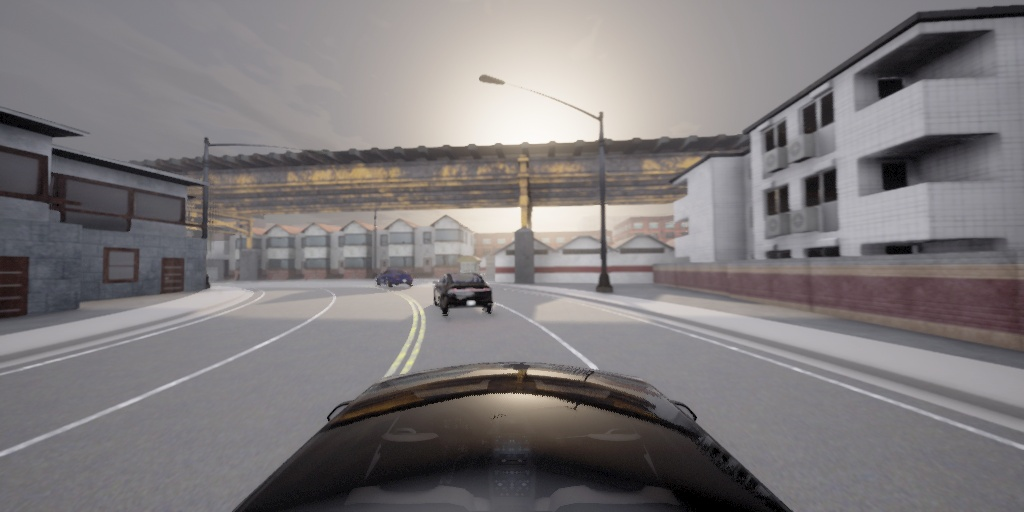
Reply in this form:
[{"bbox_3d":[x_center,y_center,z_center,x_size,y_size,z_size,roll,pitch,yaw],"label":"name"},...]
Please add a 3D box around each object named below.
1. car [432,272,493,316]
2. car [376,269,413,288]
[{"bbox_3d":[-2.073,1.402,14.424,2.128,1.511,4.902,0,-1,-17],"label":"car"},{"bbox_3d":[-9.471,1.750,28.852,1.812,1.442,4.674,1,-2,-37],"label":"car"}]
